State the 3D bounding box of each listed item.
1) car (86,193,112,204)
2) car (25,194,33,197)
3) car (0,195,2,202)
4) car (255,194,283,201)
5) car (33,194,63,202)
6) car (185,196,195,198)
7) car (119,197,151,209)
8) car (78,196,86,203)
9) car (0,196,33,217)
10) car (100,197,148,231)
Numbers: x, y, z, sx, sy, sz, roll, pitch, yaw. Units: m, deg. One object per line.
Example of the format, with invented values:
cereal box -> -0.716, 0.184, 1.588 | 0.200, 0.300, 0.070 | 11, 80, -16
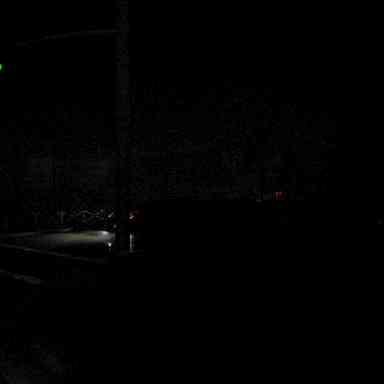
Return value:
car -> -15.861, 1.097, 58.991 | 1.932, 1.855, 4.605 | 0, 0, 35
car -> -34.342, 1.232, 71.164 | 1.970, 1.475, 3.806 | 0, 0, 35
car -> -41.403, 1.298, 67.525 | 2.007, 1.523, 4.514 | 0, 0, 35
car -> 8.436, 1.221, 37.032 | 2.150, 2.045, 5.566 | 0, 0, 35
car -> -28.916, 1.154, 67.722 | 2.152, 1.636, 5.027 | 0, 0, 35
car -> -0.769, 1.374, 48.146 | 1.845, 1.501, 3.633 | 0, 0, 35
car -> -7.488, 1.384, 43.809 | 1.970, 1.475, 3.806 | 0, 0, 35
car -> -18.471, 1.077, 60.333 | 1.905, 1.878, 3.866 | 0, 0, 35
car -> -15.798, 1.340, 26.888 | 2.007, 1.523, 4.514 | 0, 0, 35
car -> -3.034, 1.352, 20.545 | 2.097, 1.767, 4.553 | 0, 0, 35
